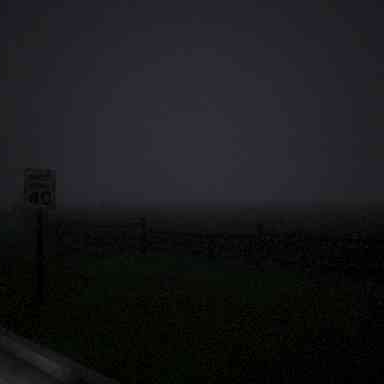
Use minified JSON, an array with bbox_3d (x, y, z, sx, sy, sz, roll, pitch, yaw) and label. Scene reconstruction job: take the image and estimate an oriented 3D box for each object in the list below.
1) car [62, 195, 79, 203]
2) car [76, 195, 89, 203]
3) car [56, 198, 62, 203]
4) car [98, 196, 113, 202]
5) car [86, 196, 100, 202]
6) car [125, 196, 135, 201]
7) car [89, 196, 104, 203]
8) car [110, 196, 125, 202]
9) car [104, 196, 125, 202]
[{"bbox_3d":[-28.200,1.980,79.381,1.812,1.442,4.674,0,0,10],"label":"car"},{"bbox_3d":[-24.772,1.997,78.671,1.994,1.385,4.181,0,0,10],"label":"car"},{"bbox_3d":[-31.735,2.024,79.495,2.033,1.411,5.357,0,0,10],"label":"car"},{"bbox_3d":[-23.009,1.793,88.518,1.882,1.535,5.008,0,0,10],"label":"car"},{"bbox_3d":[-26.454,1.889,89.135,1.994,1.385,4.181,0,0,10],"label":"car"},{"bbox_3d":[-16.119,1.813,87.284,2.033,1.411,5.357,0,0,10],"label":"car"},{"bbox_3d":[-21.400,1.911,77.644,1.837,1.490,4.892,0,0,10],"label":"car"},{"bbox_3d":[-19.564,1.834,87.901,2.033,1.411,5.357,0,0,10],"label":"car"},{"bbox_3d":[-17.955,1.890,77.027,1.837,1.490,4.892,0,0,10],"label":"car"}]
